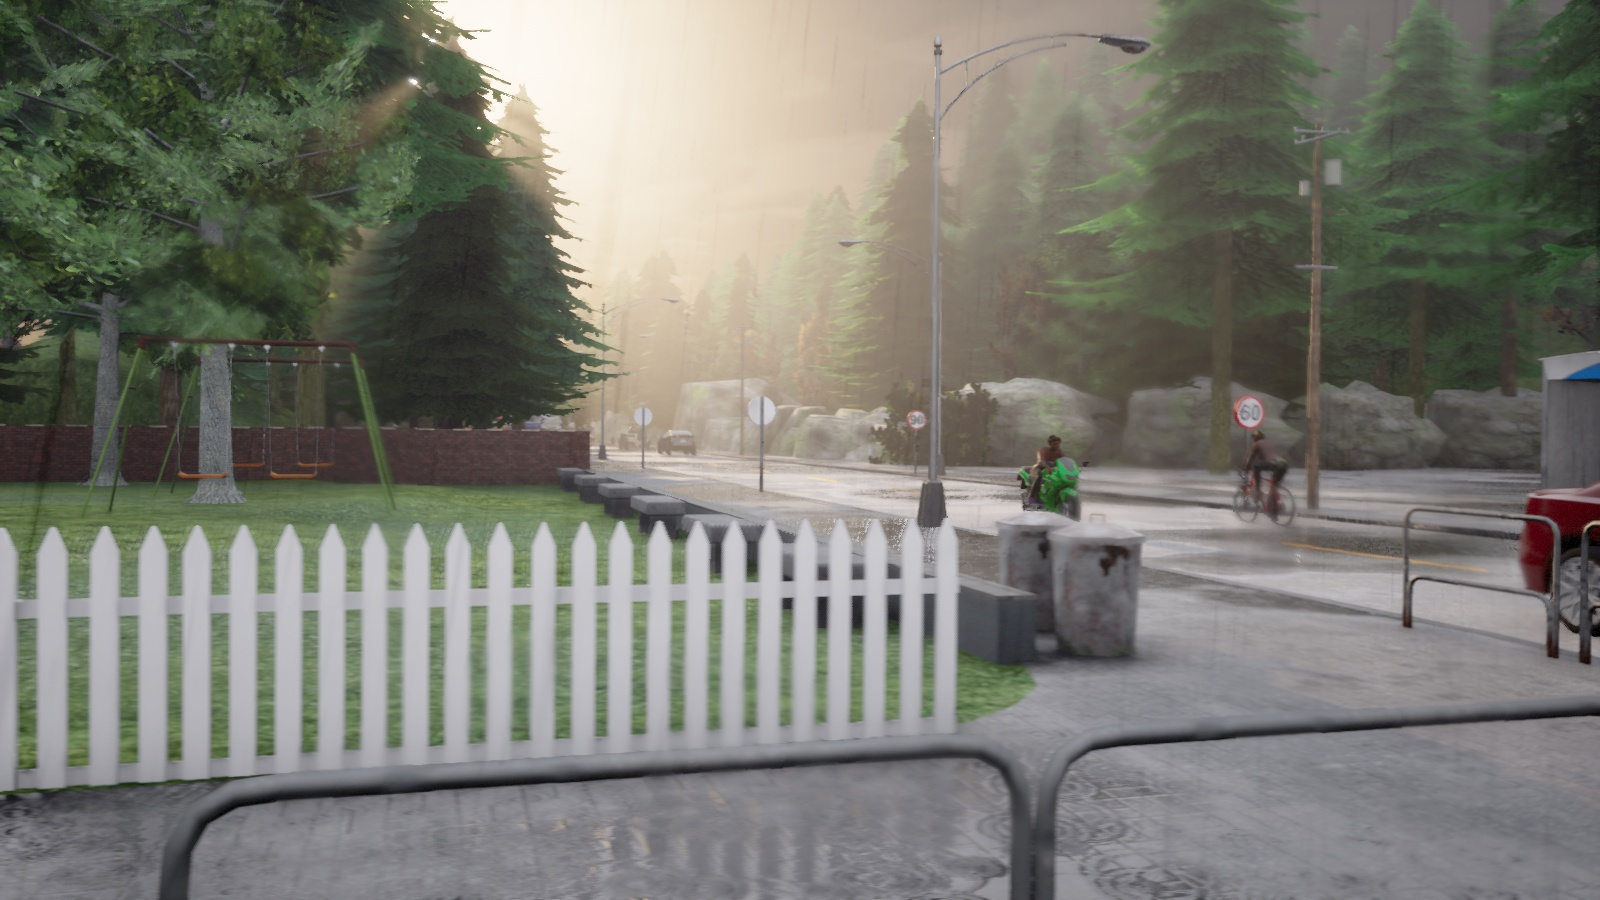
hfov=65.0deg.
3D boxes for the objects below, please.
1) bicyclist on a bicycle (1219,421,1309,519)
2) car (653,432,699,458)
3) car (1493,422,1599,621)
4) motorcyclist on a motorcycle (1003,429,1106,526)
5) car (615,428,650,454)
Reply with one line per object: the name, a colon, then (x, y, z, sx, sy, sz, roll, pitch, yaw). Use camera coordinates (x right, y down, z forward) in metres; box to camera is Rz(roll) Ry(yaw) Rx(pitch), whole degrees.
bicyclist on a bicycle: (8.022, 0.329, 21.761, 0.582, 1.620, 1.656, -1, 1, -16)
car: (-7.642, -0.347, 76.812, 2.007, 1.525, 4.514, -1, 1, -16)
car: (7.293, 0.566, 8.528, 1.882, 1.535, 5.008, -1, 1, -8)
motorcyclist on a motorcycle: (4.164, 0.417, 20.730, 0.797, 1.523, 2.044, -1, 1, -16)
car: (-12.602, -0.688, 94.283, 1.932, 1.855, 4.605, -1, 1, -16)
